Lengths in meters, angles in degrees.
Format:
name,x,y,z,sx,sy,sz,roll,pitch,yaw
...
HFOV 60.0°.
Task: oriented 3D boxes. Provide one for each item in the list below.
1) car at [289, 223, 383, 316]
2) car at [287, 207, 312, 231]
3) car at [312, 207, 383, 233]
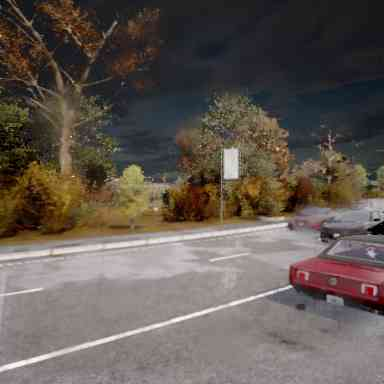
name,x,y,z,sx,sy,sz,roll,pitch,yaw
car,4.238,1.613,7.248,4.718,1.301,1.895,0,0,-39
car,7.498,1.596,19.992,1.994,1.385,4.181,0,0,45
car,7.691,1.501,15.284,5.008,1.535,1.882,0,0,-44
